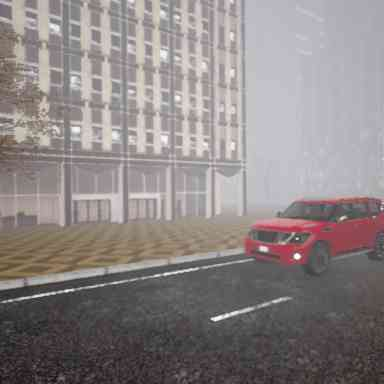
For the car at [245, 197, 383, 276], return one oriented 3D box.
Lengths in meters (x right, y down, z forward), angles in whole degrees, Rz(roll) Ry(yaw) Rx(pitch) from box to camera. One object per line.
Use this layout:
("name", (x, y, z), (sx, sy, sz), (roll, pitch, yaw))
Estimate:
("car", (4.217, 1.193, 10.632), (5.566, 2.045, 2.150), (0, 0, -35))
